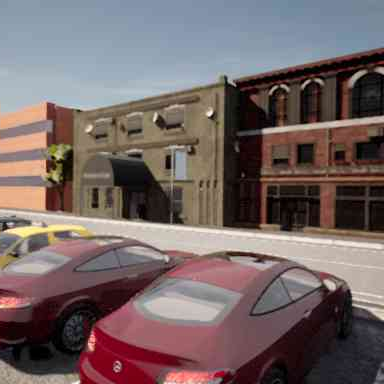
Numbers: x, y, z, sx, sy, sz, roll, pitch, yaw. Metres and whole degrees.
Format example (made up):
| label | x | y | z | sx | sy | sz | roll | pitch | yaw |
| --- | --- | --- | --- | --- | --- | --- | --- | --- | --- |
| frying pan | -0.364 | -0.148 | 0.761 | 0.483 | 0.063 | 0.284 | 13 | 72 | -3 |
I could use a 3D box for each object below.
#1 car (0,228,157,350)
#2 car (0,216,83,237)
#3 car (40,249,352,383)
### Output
| label | x | y | z | sx | sy | sz | roll | pitch | yaw |
| --- | --- | --- | --- | --- | --- | --- | --- | --- | --- |
| car | -1.491 | 1.532 | 6.176 | 2.002 | 1.452 | 4.674 | 0 | 0 | 37 |
| car | -3.855 | 1.483 | 7.735 | 1.946 | 1.575 | 5.366 | 0 | 0 | 37 |
| car | 0.763 | 1.536 | 4.472 | 2.002 | 1.452 | 4.674 | 0 | 0 | 37 |
